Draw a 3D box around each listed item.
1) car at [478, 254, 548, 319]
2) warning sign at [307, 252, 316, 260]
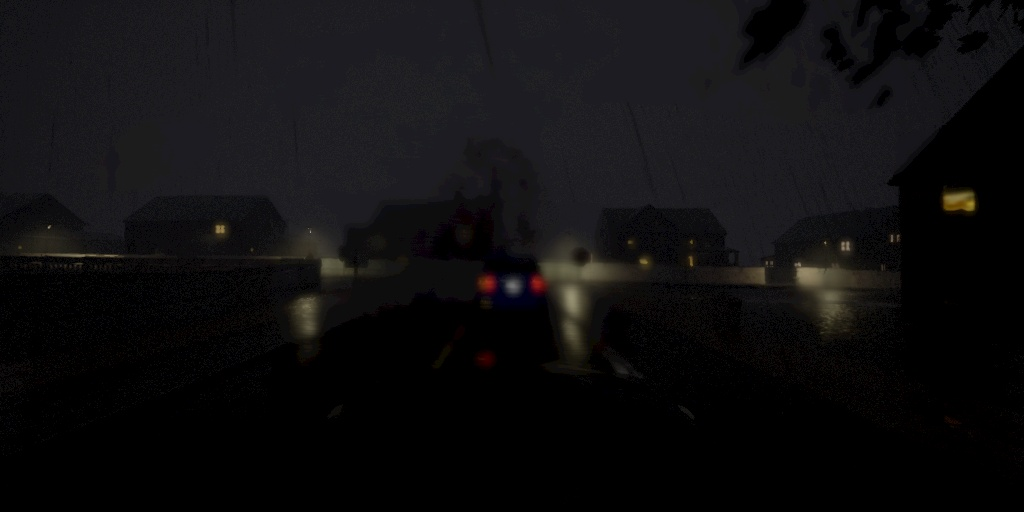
[{"bbox_3d":[-0.010,0.970,12.949,2.150,2.045,5.566,0,0,-1],"label":"car"},{"bbox_3d":[-15.819,0.621,28.238,1.060,1.860,1.300,0,0,0],"label":"warning sign"}]
